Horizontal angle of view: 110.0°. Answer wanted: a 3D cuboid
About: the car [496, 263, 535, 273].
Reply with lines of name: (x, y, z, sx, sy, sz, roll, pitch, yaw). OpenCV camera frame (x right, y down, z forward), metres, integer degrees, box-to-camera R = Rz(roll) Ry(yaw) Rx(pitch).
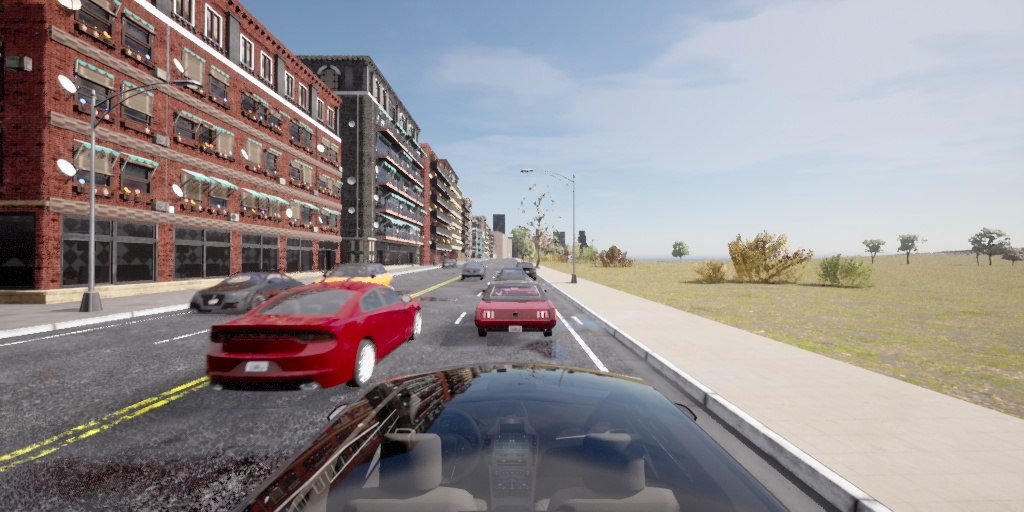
car: (0.036, 1.315, 20.305, 1.994, 1.385, 4.181, 0, 0, 0)

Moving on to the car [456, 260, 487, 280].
car: (-3.240, 1.299, 31.169, 2.033, 1.411, 5.357, 0, 0, 0)

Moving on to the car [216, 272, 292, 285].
car: (-9.886, 1.315, 13.833, 1.994, 1.385, 4.181, 0, 0, 0)

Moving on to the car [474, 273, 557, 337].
car: (0.075, 1.352, 10.274, 1.895, 1.301, 4.718, 0, 0, 0)

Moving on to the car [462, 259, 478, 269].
car: (-6.755, 1.295, 57.948, 2.033, 1.411, 5.357, 0, 0, 0)

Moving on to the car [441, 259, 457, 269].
car: (-10.001, 1.239, 57.315, 2.128, 1.511, 4.902, 0, 0, 0)

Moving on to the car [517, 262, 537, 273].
car: (1.052, 1.257, 30.298, 1.837, 1.490, 4.892, 0, 0, 0)

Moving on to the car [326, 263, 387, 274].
car: (-6.641, 1.103, 15.157, 2.097, 1.767, 4.553, 0, 0, 0)

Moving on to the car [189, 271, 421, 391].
car: (-3.166, 1.228, 6.915, 1.882, 1.535, 5.008, 0, 0, 0)
